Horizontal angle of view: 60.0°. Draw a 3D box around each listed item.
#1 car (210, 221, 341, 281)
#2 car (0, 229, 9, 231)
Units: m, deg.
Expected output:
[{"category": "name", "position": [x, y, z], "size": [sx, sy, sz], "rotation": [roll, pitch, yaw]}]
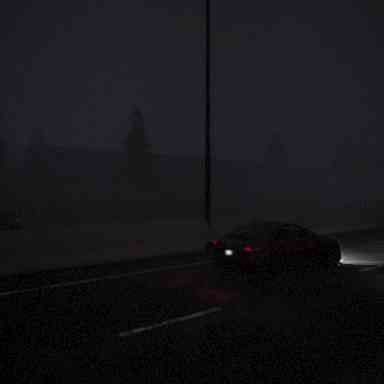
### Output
[{"category": "car", "position": [2.589, 1.575, 9.957], "size": [4.181, 1.385, 1.994], "rotation": [0, 0, -36]}, {"category": "car", "position": [-11.743, 1.547, 17.111], "size": [5.357, 1.411, 2.033], "rotation": [0, 0, -36]}]
